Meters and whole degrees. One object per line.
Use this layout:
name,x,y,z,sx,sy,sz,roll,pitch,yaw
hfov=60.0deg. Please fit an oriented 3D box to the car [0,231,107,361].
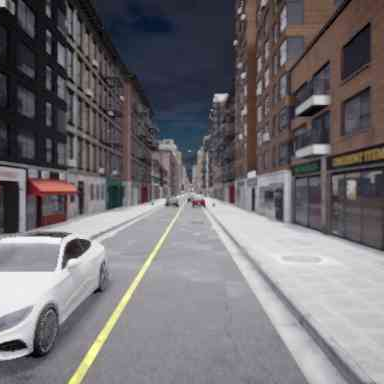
car,-2.854,1.510,6.081,1.812,1.442,4.674,0,0,0

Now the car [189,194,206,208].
car,0.938,1.408,47.330,1.882,1.535,5.008,0,0,0

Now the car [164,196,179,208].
car,-2.855,1.407,47.647,1.882,1.535,5.008,0,0,0

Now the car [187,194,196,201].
car,-0.043,1.346,83.911,2.128,1.511,4.902,0,0,0

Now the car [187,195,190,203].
car,-0.033,1.453,65.533,1.812,1.442,4.674,0,0,0
